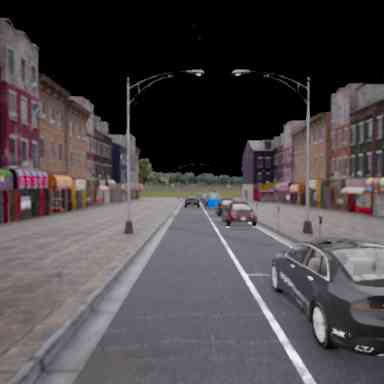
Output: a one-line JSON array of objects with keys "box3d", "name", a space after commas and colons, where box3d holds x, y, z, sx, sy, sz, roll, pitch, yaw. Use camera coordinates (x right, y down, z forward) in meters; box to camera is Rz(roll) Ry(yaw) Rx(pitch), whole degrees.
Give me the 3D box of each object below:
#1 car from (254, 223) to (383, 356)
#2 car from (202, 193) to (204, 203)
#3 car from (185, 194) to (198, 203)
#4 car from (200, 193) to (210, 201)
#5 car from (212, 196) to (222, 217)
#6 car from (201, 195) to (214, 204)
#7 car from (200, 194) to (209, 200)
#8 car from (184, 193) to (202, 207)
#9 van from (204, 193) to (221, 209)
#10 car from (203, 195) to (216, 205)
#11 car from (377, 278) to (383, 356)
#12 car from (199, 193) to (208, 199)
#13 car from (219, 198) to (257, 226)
[{"box3d": [2.619, 1.505, 6.018, 2.008, 1.369, 4.403, -1, 0, 0], "name": "car"}, {"box3d": [2.603, 1.109, 44.743, 1.967, 1.590, 4.097, -1, 0, 0], "name": "car"}, {"box3d": [0.004, 1.072, 56.960, 2.128, 1.511, 4.902, 0, 0, 0], "name": "car"}, {"box3d": [2.597, 1.034, 67.043, 1.752, 1.417, 4.829, -1, 0, 0], "name": "car"}, {"box3d": [3.013, 1.312, 28.755, 1.812, 1.442, 4.674, 0, 0, 0], "name": "car"}, {"box3d": [2.602, 1.155, 55.809, 1.947, 1.339, 4.313, -1, 0, 0], "name": "car"}, {"box3d": [2.596, 1.052, 72.406, 1.802, 1.307, 4.206, -1, 0, 0], "name": "car"}, {"box3d": [0.038, 1.186, 43.143, 1.837, 1.490, 4.892, 0, 0, 0], "name": "car"}, {"box3d": [2.602, 1.051, 39.210, 1.690, 1.788, 3.998, -1, 0, 0], "name": "van"}, {"box3d": [2.603, 1.153, 50.446, 1.752, 1.417, 4.829, -1, 0, 0], "name": "car"}, {"box3d": [2.620, 1.520, 0.655, 1.752, 1.417, 4.829, -1, 0, 0], "name": "car"}, {"box3d": [2.593, 0.981, 77.938, 2.008, 1.369, 4.403, -1, 0, 0], "name": "car"}, {"box3d": [3.015, 1.363, 21.753, 1.812, 1.442, 4.674, 0, 0, 0], "name": "car"}]
